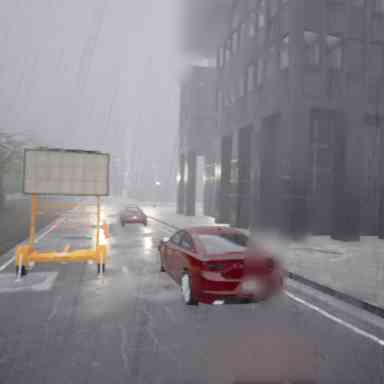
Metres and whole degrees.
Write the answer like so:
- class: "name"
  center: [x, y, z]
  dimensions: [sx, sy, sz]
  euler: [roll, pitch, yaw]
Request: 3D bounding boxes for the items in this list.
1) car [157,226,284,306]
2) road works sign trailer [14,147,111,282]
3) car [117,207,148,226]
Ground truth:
- class: "car"
  center: [0.386, 1.603, 8.497]
  dimensions: [1.882, 1.535, 5.008]
  euler: [2, -1, -16]
- class: "road works sign trailer"
  center: [-3.761, 0.506, 10.030]
  dimensions: [2.380, 3.560, 2.880]
  euler: [2, -1, -17]
- class: "car"
  center: [-4.652, 1.813, 25.715]
  dimensions: [1.994, 1.385, 4.181]
  euler: [2, -1, -16]
